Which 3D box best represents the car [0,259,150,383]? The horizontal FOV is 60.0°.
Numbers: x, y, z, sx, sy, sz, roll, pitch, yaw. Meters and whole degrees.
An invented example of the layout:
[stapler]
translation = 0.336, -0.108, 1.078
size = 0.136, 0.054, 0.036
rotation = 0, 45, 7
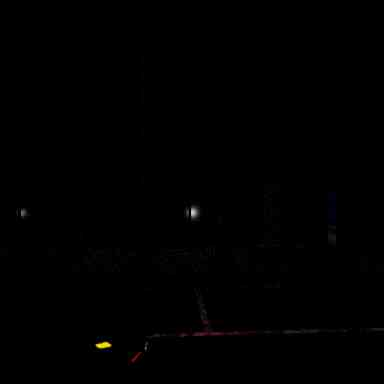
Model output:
[car]
translation = -2.827, 1.525, 3.657
size = 4.674, 1.442, 1.812
rotation = 0, 0, -4
